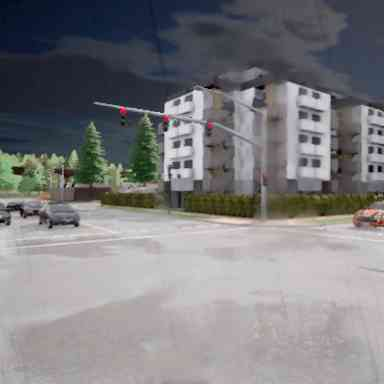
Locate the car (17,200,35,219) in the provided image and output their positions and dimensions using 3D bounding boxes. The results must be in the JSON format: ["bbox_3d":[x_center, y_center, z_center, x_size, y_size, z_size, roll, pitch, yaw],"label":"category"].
[{"bbox_3d":[-13.825,1.543,29.190,1.994,1.385,4.181,0,0,-33],"label":"car"}]

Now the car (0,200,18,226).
[{"bbox_3d":[-13.503,1.467,22.550,2.128,1.511,4.902,0,0,-35],"label":"car"}]

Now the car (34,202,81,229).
[{"bbox_3d":[-8.778,1.494,21.868,1.837,1.490,4.892,0,0,-35],"label":"car"}]

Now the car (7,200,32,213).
[{"bbox_3d":[-19.461,1.570,37.393,1.895,1.301,4.718,0,0,-34],"label":"car"}]

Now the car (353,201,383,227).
[{"bbox_3d":[12.518,1.400,21.713,4.553,1.767,2.097,0,0,-35],"label":"car"}]
